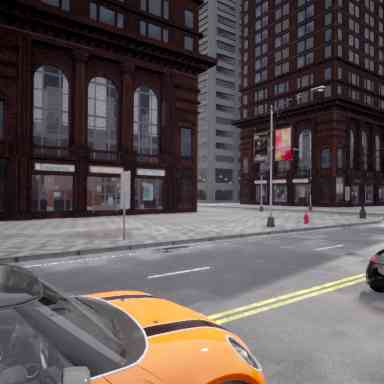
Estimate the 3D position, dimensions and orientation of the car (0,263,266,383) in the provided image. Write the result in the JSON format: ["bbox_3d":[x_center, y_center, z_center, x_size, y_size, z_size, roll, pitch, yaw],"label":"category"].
[{"bbox_3d":[-1.550,1.352,2.334,4.553,1.767,2.097,0,0,-36],"label":"car"}]

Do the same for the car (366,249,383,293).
[{"bbox_3d":[5.877,1.576,7.654,4.181,1.385,1.994,0,0,-35],"label":"car"}]
